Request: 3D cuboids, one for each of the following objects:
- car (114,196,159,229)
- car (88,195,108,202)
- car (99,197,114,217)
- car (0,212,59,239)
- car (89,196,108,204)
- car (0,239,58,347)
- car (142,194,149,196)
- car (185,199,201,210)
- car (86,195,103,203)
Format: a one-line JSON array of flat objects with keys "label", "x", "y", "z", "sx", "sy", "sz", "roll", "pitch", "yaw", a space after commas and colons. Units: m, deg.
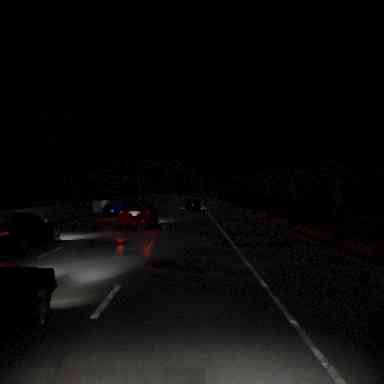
[{"label": "car", "x": -3.404, "y": 1.339, "z": 21.836, "sx": 2.097, "sy": 1.767, "sz": 4.553, "roll": 0, "pitch": 0, "yaw": 0}, {"label": "car", "x": -14.077, "y": 1.324, "z": 51.588, "sx": 2.097, "sy": 1.767, "sz": 4.553, "roll": 0, "pitch": 0, "yaw": 0}, {"label": "car", "x": -6.906, "y": 1.460, "z": 31.330, "sx": 1.882, "sy": 1.535, "sz": 5.008, "roll": 0, "pitch": 0, "yaw": 0}, {"label": "car", "x": -6.902, "y": 1.518, "z": 13.116, "sx": 1.812, "sy": 1.442, "sz": 4.674, "roll": 0, "pitch": 0, "yaw": 0}, {"label": "car", "x": -17.488, "y": 1.460, "z": 62.338, "sx": 2.128, "sy": 1.511, "sz": 4.902, "roll": 0, "pitch": 0, "yaw": 1}, {"label": "car", "x": -3.401, "y": 1.598, "z": 4.012, "sx": 1.895, "sy": 1.301, "sz": 4.718, "roll": 0, "pitch": 0, "yaw": 0}, {"label": "car", "x": -13.152, "y": 1.418, "z": 93.637, "sx": 1.837, "sy": 1.490, "sz": 4.892, "roll": 0, "pitch": 0, "yaw": 2}, {"label": "car", "x": 0.091, "y": 1.539, "z": 42.735, "sx": 1.994, "sy": 1.385, "sz": 4.181, "roll": 0, "pitch": 0, "yaw": 0}, {"label": "car", "x": -20.792, "y": 1.484, "z": 71.354, "sx": 2.128, "sy": 1.511, "sz": 4.902, "roll": 0, "pitch": 0, "yaw": 1}]
